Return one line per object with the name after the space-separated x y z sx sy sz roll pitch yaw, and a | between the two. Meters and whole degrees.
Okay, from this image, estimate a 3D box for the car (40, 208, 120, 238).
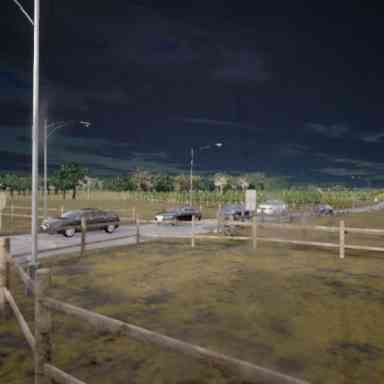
-6.497 1.744 19.777 1.837 1.490 4.892 1 -1 35 | car

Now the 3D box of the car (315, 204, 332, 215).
21.989 2.778 55.229 2.097 1.767 4.553 1 -1 35 | car

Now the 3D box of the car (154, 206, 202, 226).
-1.083 1.934 27.489 2.128 1.511 4.902 1 -1 35 | car

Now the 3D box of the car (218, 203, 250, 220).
4.545 2.025 35.496 2.097 1.767 4.553 1 -1 35 | car

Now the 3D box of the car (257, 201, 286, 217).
10.619 2.165 44.074 2.150 2.045 5.566 1 -1 36 | car
